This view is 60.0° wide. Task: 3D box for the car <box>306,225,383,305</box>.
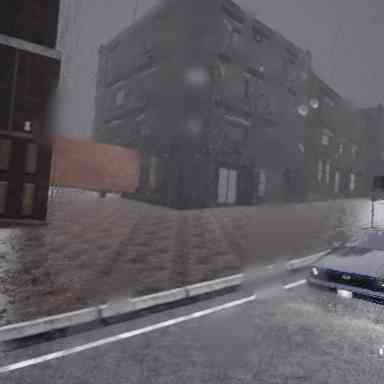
[{"bbox_3d":[4.952,1.563,8.191,5.357,1.411,2.033,0,0,-41],"label":"car"}]
